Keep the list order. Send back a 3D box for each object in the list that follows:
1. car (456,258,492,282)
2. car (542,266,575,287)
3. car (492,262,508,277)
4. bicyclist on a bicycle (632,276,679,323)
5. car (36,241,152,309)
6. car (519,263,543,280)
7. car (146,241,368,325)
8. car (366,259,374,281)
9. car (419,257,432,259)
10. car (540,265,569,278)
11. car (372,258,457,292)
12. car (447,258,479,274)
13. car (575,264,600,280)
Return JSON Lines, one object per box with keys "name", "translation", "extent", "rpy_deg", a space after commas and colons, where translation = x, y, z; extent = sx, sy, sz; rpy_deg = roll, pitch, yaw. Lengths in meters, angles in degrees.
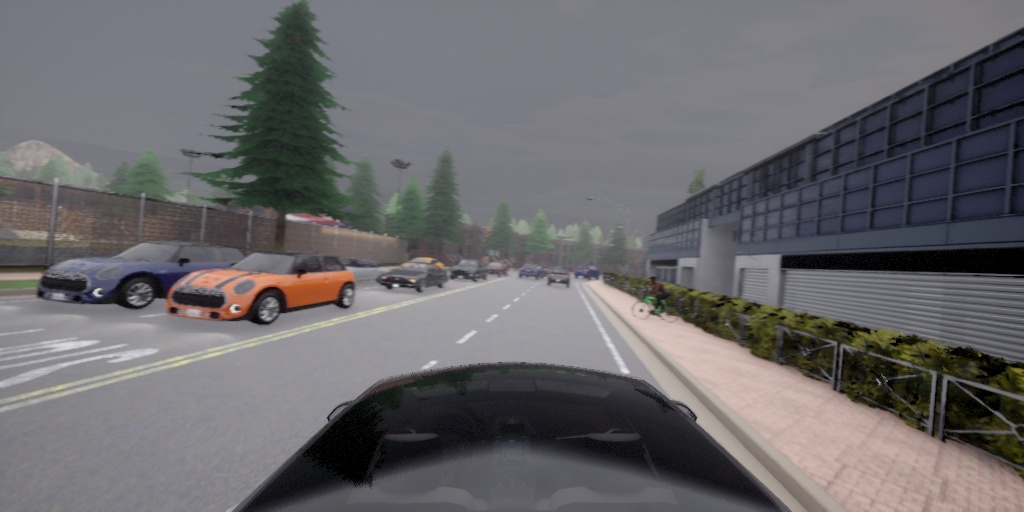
{"name": "car", "translation": [-3.393, 1.034, 28.825], "extent": [2.097, 1.767, 4.553], "rpy_deg": [5, 0, 10]}
{"name": "car", "translation": [4.173, 1.829, 31.561], "extent": [2.128, 1.511, 4.902], "rpy_deg": [5, 0, 9]}
{"name": "car", "translation": [-1.713, 1.380, 38.658], "extent": [1.882, 1.535, 5.008], "rpy_deg": [5, 0, 12]}
{"name": "bicyclist on a bicycle", "translation": [5.247, 1.577, 13.060], "extent": [1.656, 1.620, 0.582], "rpy_deg": [5, 0, 8]}
{"name": "car", "translation": [-9.717, 0.354, 10.190], "extent": [2.097, 1.767, 4.553], "rpy_deg": [5, 0, 8]}
{"name": "car", "translation": [2.245, 1.592, 39.556], "extent": [2.097, 1.767, 4.553], "rpy_deg": [5, -1, 15]}
{"name": "car", "translation": [-6.266, 0.639, 9.685], "extent": [2.097, 1.767, 4.553], "rpy_deg": [5, 0, 8]}
{"name": "car", "translation": [-8.438, 0.783, 19.082], "extent": [1.895, 1.301, 4.718], "rpy_deg": [5, 0, 8]}
{"name": "car", "translation": [-7.020, 0.854, 28.439], "extent": [1.882, 1.535, 5.008], "rpy_deg": [5, 0, 9]}
{"name": "car", "translation": [5.979, 2.127, 49.560], "extent": [2.128, 1.511, 4.902], "rpy_deg": [5, 0, 29]}
{"name": "car", "translation": [-4.916, 1.024, 19.052], "extent": [2.033, 1.411, 5.357], "rpy_deg": [5, 0, 8]}
{"name": "car", "translation": [-5.211, 1.118, 38.853], "extent": [1.837, 1.490, 4.892], "rpy_deg": [5, -1, 12]}
{"name": "car", "translation": [10.517, 2.240, 50.277], "extent": [2.150, 2.045, 5.566], "rpy_deg": [5, -1, 31]}
